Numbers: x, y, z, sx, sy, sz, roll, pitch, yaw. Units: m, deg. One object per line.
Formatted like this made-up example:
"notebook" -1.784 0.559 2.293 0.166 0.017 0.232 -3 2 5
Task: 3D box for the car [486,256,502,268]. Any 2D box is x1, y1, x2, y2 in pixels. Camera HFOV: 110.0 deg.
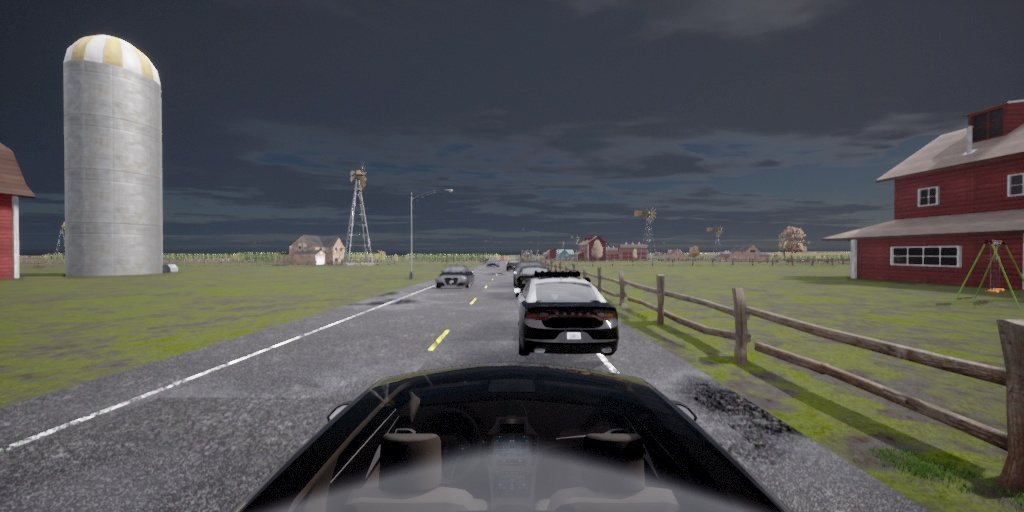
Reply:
"car" -3.331 1.143 63.406 2.097 1.767 4.553 0 0 1

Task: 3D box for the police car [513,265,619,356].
"police car" 1.079 1.171 8.771 1.930 1.638 5.238 0 0 0

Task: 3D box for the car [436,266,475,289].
"car" -3.520 1.309 22.829 1.994 1.385 4.181 0 0 0

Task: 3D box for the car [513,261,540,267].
"car" 1.116 1.222 18.662 1.882 1.535 5.008 0 0 0

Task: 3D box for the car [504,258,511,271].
"car" 0.230 1.243 48.316 1.882 1.535 5.008 0 0 0

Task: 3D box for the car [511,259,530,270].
"car" 1.137 1.097 24.633 2.097 1.767 4.553 0 0 0
